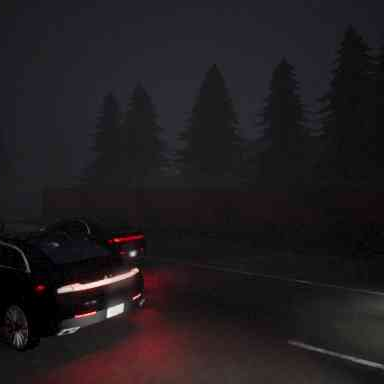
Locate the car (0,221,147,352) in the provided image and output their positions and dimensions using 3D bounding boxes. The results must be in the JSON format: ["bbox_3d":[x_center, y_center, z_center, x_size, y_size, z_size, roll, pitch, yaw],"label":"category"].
[{"bbox_3d":[-3.070,1.491,6.202,4.902,1.511,2.128,0,0,36],"label":"car"}]

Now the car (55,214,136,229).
[{"bbox_3d":[-3.646,1.505,10.924,4.892,1.490,1.837,0,0,36],"label":"car"}]
